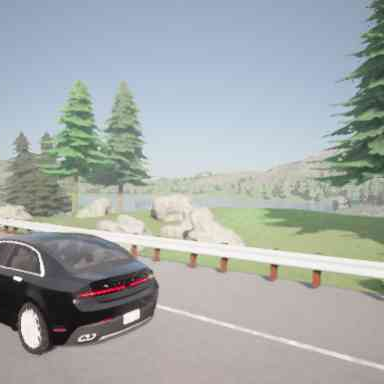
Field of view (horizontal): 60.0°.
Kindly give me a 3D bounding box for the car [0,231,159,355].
[{"bbox_3d":[-2.791,1.492,6.113,4.892,1.490,1.837,0,0,37],"label":"car"}]
